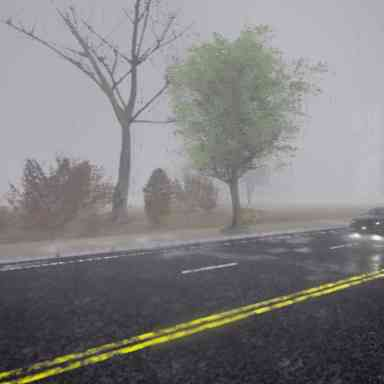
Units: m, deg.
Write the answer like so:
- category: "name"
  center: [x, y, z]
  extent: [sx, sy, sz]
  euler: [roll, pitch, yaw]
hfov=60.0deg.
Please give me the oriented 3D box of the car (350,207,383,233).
- category: "car"
  center: [11.736, 1.626, 20.104]
  extent: [5.357, 1.411, 2.033]
  euler: [0, 0, -36]
